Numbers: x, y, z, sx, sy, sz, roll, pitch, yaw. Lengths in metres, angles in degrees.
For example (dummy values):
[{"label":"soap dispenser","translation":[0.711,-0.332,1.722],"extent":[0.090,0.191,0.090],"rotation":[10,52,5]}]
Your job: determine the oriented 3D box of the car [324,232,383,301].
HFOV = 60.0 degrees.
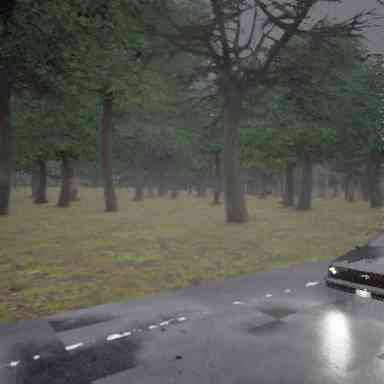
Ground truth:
[{"label":"car","translation":[5.413,1.541,7.854],"extent":[5.357,1.411,2.033],"rotation":[0,0,-35]}]
